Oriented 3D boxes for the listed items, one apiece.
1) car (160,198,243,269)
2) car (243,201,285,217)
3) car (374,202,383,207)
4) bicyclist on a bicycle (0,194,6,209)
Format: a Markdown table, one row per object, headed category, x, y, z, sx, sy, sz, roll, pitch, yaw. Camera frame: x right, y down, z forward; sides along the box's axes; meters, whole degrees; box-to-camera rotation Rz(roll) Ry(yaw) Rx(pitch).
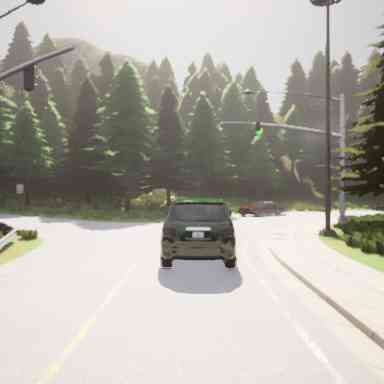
| category | x | y | z | sx | sy | sz | roll | pitch | yaw |
| --- | --- | --- | --- | --- | --- | --- | --- | --- | --- |
| car | 0.219 | 1.200 | 11.286 | 2.150 | 2.045 | 5.566 | 0 | 0 | 1 |
| car | 6.369 | 1.546 | 30.639 | 4.718 | 1.301 | 1.895 | 0 | 0 | -38 |
| car | 22.859 | 1.412 | 36.985 | 5.008 | 1.535 | 1.882 | 0 | 0 | -5 |
| bicyclist on a bicycle | -17.365 | 0.839 | 30.211 | 0.582 | 1.620 | 1.656 | 4 | 12 | 15 |
